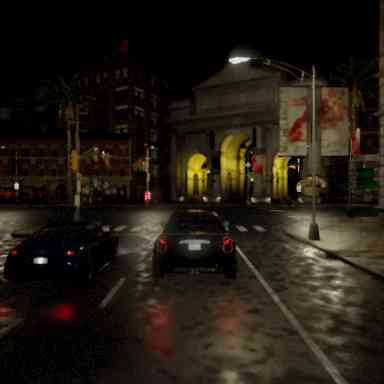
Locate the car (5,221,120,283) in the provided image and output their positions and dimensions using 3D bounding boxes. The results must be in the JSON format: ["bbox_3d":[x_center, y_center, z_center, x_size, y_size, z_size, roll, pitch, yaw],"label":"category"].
[{"bbox_3d":[-3.426,1.518,9.557,1.994,1.385,4.181,0,0,0],"label":"car"}]

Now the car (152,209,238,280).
[{"bbox_3d":[0.076,1.304,9.977,2.097,1.767,4.553,0,0,0],"label":"car"}]
